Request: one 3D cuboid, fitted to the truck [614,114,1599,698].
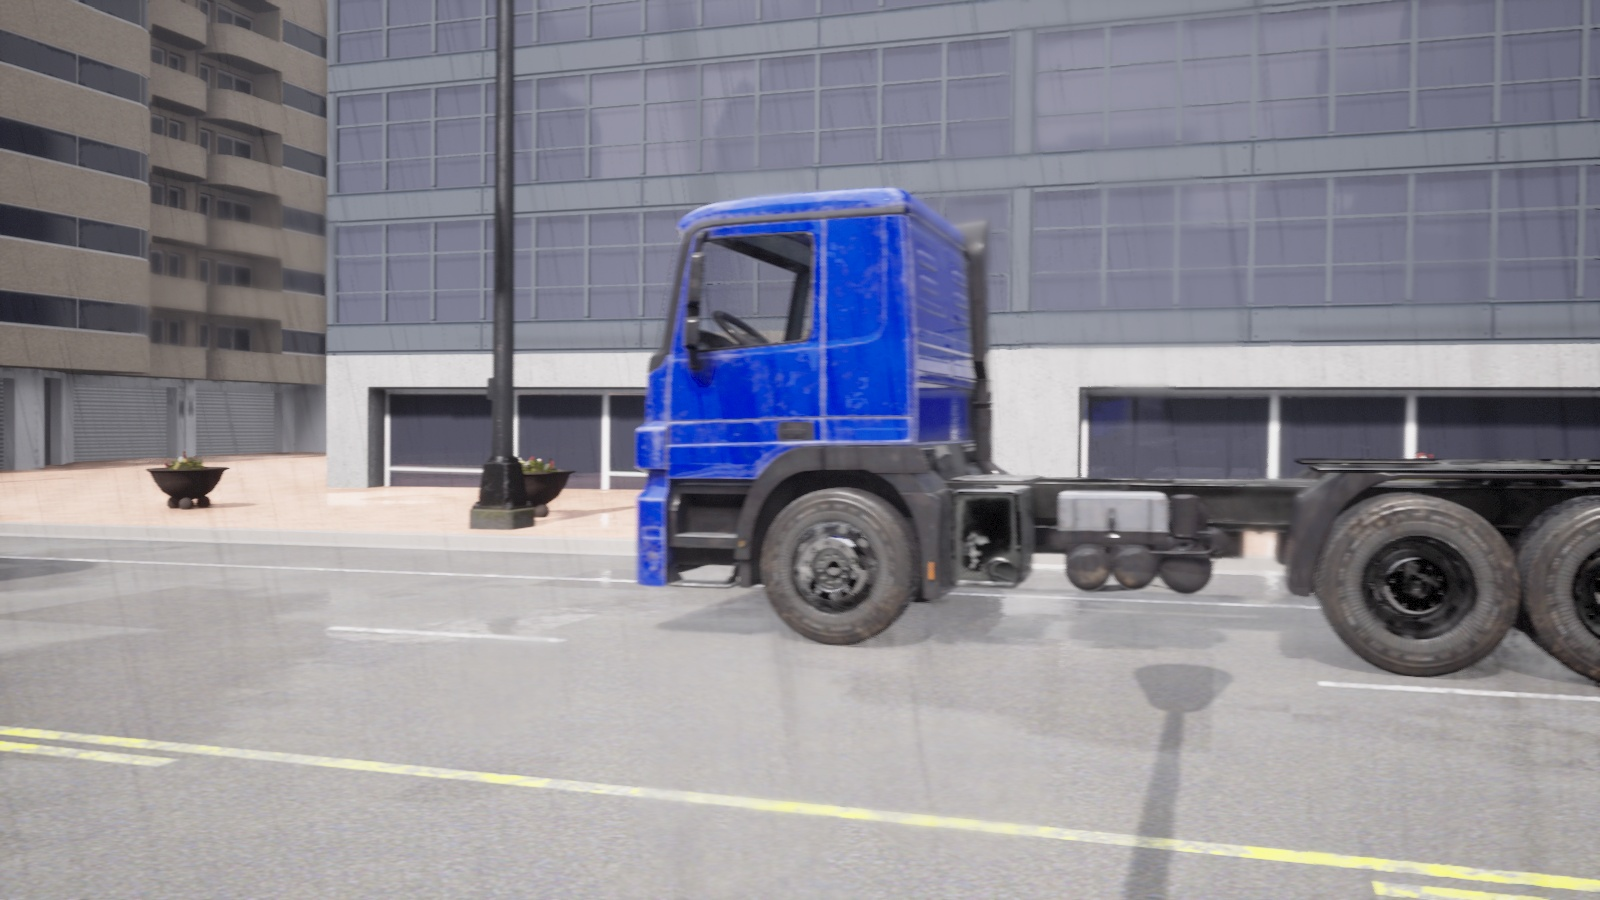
[{"bbox_3d":[2.817,-0.299,9.616,7.936,3.462,2.891,1,1,19],"label":"truck"}]
